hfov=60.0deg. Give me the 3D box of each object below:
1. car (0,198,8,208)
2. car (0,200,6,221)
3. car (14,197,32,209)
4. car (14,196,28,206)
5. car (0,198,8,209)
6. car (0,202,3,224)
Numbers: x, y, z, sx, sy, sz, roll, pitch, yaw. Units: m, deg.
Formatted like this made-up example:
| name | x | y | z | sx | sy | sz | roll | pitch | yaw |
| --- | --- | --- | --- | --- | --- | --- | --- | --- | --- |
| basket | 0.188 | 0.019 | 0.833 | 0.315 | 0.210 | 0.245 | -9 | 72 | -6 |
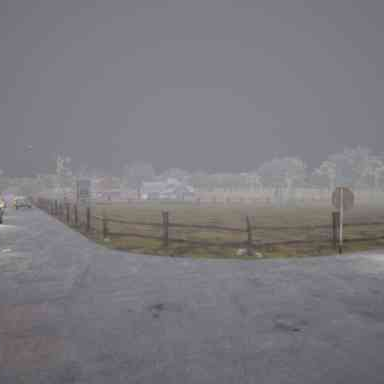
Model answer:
| name | x | y | z | sx | sy | sz | roll | pitch | yaw |
| --- | --- | --- | --- | --- | --- | --- | --- | --- | --- |
| car | -19.840 | 1.463 | 33.404 | 1.882 | 1.535 | 5.008 | 0 | 0 | -28 |
| car | -14.858 | 1.551 | 24.206 | 1.994 | 1.385 | 4.181 | 0 | 0 | -29 |
| car | -22.501 | 1.529 | 44.429 | 2.033 | 1.411 | 5.357 | 0 | 0 | -28 |
| car | -27.697 | 1.459 | 53.747 | 1.882 | 1.535 | 5.008 | 0 | 0 | -29 |
| car | -26.704 | 1.531 | 46.151 | 2.033 | 1.411 | 5.357 | 0 | 0 | -28 |
| car | -10.112 | 1.467 | 15.499 | 1.882 | 1.535 | 5.008 | 0 | 0 | -28 |
